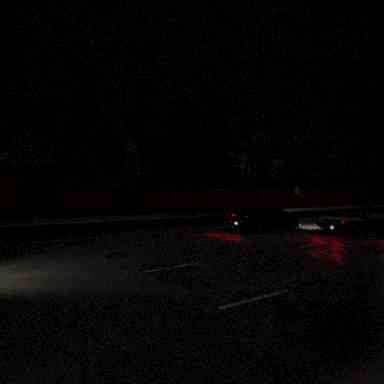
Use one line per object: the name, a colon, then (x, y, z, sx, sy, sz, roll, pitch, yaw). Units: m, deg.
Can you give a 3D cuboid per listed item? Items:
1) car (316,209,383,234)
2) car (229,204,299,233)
car: (9.293, 1.601, 19.124, 4.718, 1.301, 1.895, 0, 0, -36)
car: (4.398, 1.503, 19.897, 4.892, 1.490, 1.837, 1, 0, -36)
